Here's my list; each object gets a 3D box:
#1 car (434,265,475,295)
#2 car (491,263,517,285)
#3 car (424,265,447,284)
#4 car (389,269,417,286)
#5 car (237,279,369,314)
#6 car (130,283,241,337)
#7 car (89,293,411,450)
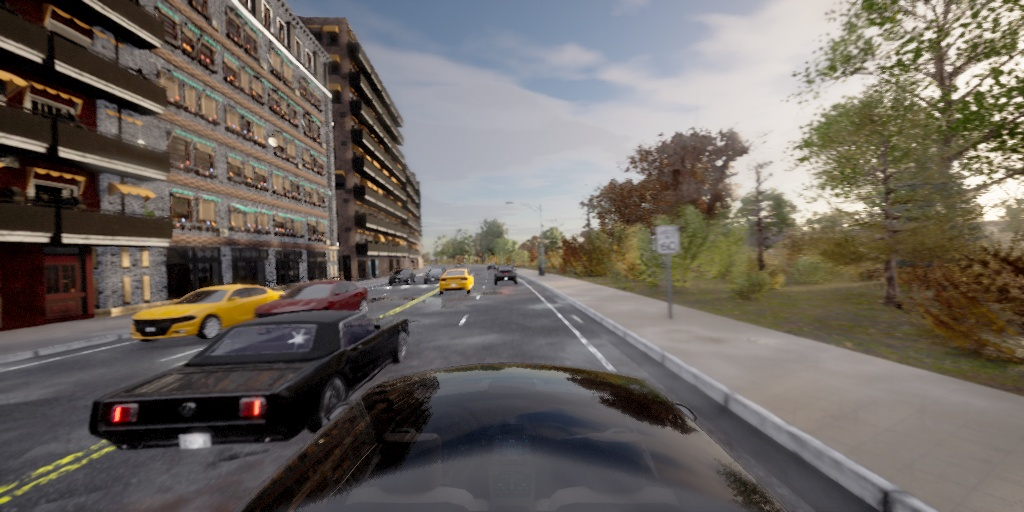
[{"bbox_3d":[-3.538,1.586,23.564,1.882,1.535,5.008,-2,-1,-2],"label":"car"},{"bbox_3d":[-0.589,1.551,30.506,1.837,1.490,4.892,-2,-1,-3],"label":"car"},{"bbox_3d":[-7.418,1.912,35.301,1.812,1.442,4.674,-2,-1,-3],"label":"car"},{"bbox_3d":[-10.663,2.037,35.198,1.837,1.490,4.892,-2,-1,-3],"label":"car"},{"bbox_3d":[-6.649,1.615,12.468,1.882,1.535,5.008,-2,-1,-1],"label":"car"},{"bbox_3d":[-9.891,1.752,12.239,1.882,1.535,5.008,-2,-1,-1],"label":"car"},{"bbox_3d":[-3.079,1.520,5.676,1.895,1.301,4.718,-2,-1,-1],"label":"car"}]
